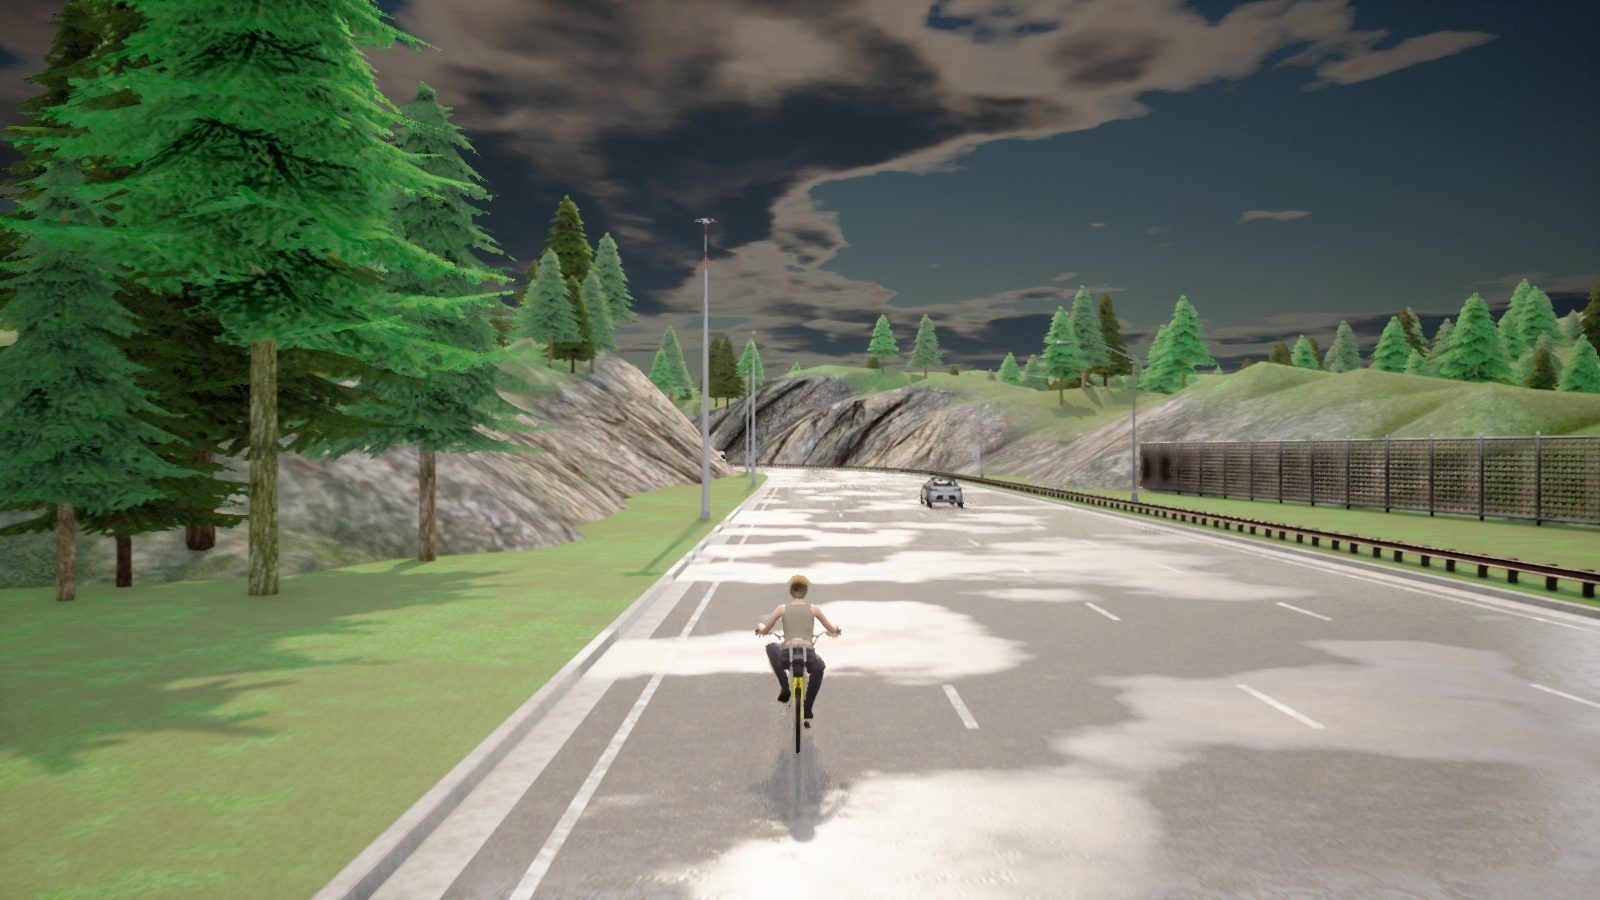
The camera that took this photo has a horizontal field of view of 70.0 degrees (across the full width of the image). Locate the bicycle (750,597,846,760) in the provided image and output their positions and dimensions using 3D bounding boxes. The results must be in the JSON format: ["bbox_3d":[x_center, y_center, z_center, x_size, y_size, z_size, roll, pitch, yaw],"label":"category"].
[{"bbox_3d":[-0.015,2.157,11.035,0.859,1.276,1.487,0,0,0],"label":"bicycle"}]

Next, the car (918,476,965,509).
[{"bbox_3d":[7.003,2.062,56.746,1.816,1.474,4.193,0,0,0],"label":"car"}]
